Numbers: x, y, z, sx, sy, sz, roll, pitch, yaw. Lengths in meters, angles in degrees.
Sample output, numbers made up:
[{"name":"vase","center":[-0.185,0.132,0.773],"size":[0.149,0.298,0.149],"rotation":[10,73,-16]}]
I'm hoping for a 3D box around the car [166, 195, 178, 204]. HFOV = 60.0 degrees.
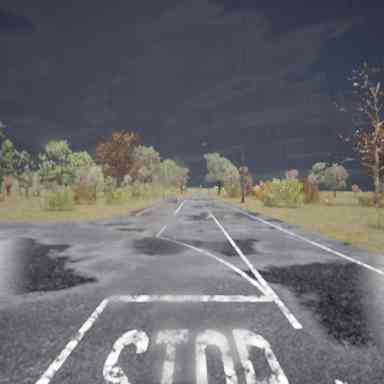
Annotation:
[{"name":"car","center":[-3.420,1.343,57.609],"size":[1.837,1.490,4.892],"rotation":[0,0,0]}]
